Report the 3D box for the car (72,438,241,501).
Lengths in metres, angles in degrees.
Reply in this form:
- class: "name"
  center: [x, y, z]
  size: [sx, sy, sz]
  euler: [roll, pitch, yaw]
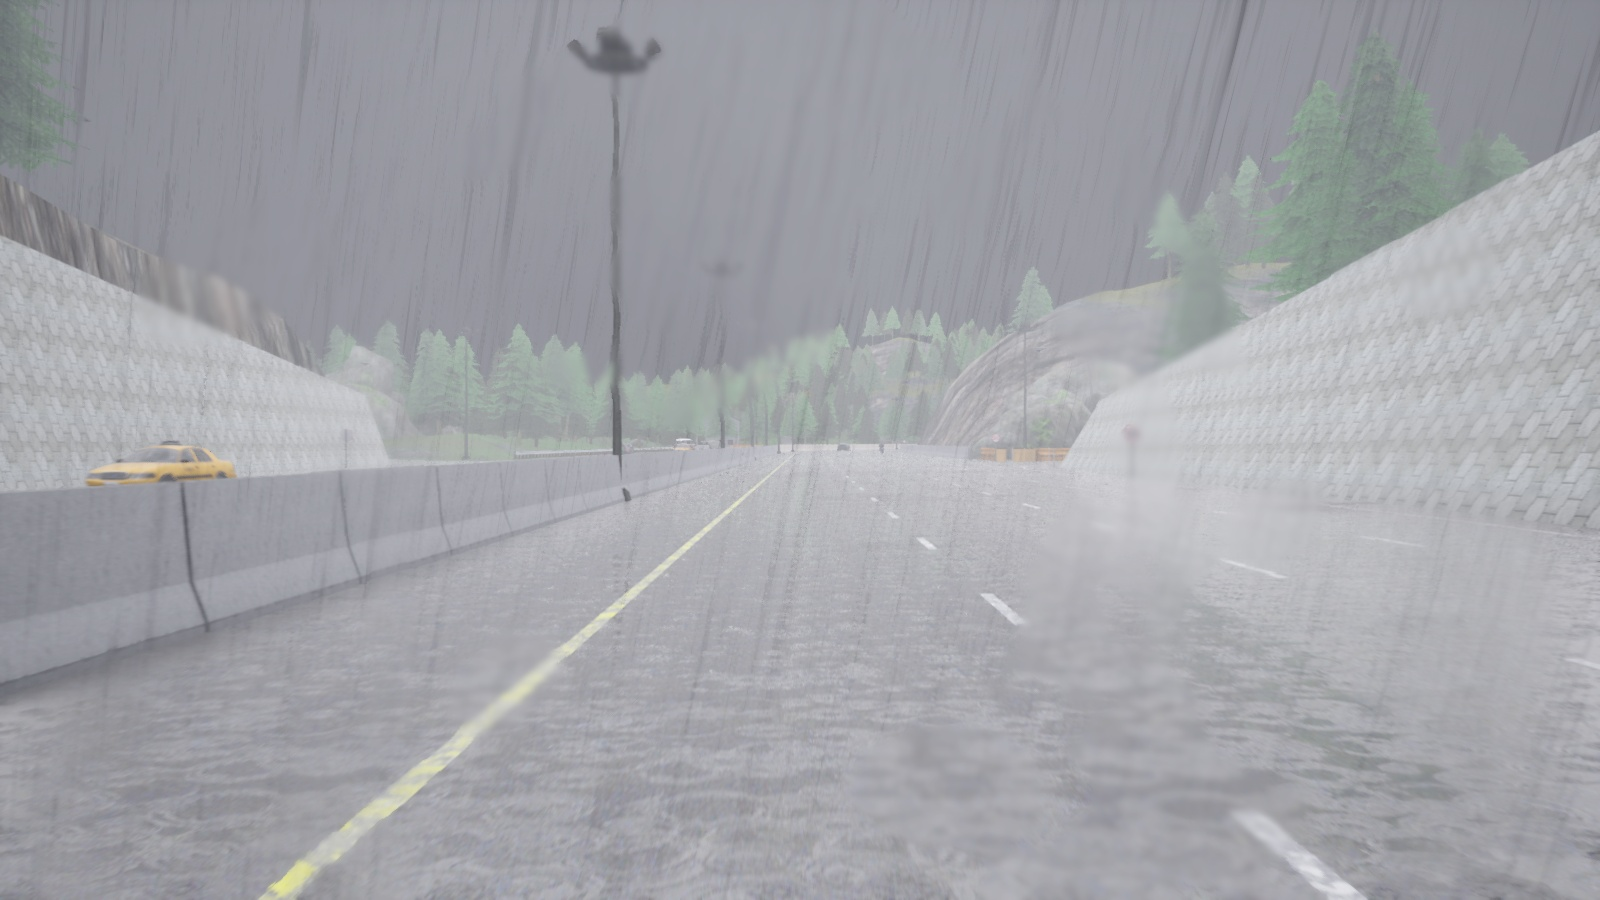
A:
- class: "car"
  center: [-17.295, 0.479, 34.084]
  size: [1.801, 1.575, 5.366]
  euler: [0, 0, 0]
